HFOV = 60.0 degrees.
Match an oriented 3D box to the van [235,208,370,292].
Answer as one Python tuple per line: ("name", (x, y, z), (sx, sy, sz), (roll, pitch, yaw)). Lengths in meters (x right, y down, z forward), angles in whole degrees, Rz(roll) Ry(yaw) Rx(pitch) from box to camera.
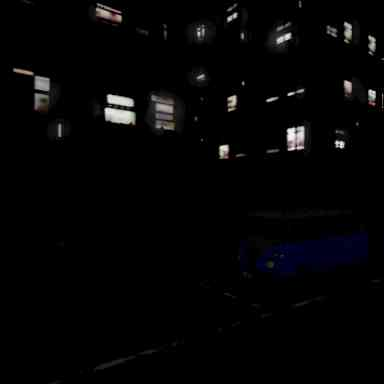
("van", (2.952, 1.338, 8.663), (3.998, 1.788, 1.690), (0, 0, -36))
